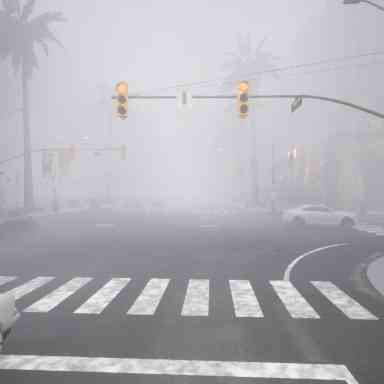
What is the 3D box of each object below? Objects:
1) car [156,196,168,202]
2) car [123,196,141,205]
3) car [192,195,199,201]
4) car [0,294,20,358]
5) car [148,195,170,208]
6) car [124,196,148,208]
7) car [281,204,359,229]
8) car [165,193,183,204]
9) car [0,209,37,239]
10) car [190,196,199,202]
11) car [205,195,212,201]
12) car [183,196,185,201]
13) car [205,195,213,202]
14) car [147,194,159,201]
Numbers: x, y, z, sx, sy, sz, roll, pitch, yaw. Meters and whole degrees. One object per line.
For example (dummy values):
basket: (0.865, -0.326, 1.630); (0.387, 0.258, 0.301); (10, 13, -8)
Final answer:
car: (-6.653, 1.594, 74.689); (1.895, 1.301, 4.718); (0, 0, 3)
car: (-10.662, 1.513, 59.574); (2.161, 1.482, 4.786); (0, 0, 2)
car: (0.945, 1.587, 88.355); (1.895, 1.301, 4.718); (0, 0, 2)
car: (-3.436, 1.601, 2.542); (1.895, 1.301, 4.718); (0, 0, 3)
car: (-4.687, 1.547, 48.055); (2.033, 1.411, 5.357); (0, 0, -1)
car: (-8.204, 1.547, 47.320); (2.033, 1.411, 5.357); (0, 0, 3)
car: (8.219, 1.526, 21.564); (4.674, 1.442, 1.812); (0, 0, 13)
car: (-3.650, 1.225, 65.927); (2.150, 2.045, 5.566); (0, 0, 3)
car: (-9.786, 1.564, 17.091); (1.994, 1.385, 4.181); (0, 0, 3)
car: (0.513, 1.539, 77.923); (2.033, 1.411, 5.357); (0, 0, 2)
car: (4.441, 1.492, 88.180); (1.837, 1.490, 4.892); (0, 0, 2)
car: (-2.849, 1.463, 81.313); (2.128, 1.511, 4.902); (0, 0, 2)
car: (4.007, 1.537, 77.722); (2.033, 1.411, 5.357); (0, 0, 2)
car: (-9.447, 1.354, 81.472); (2.185, 1.767, 4.553); (0, 0, 2)
